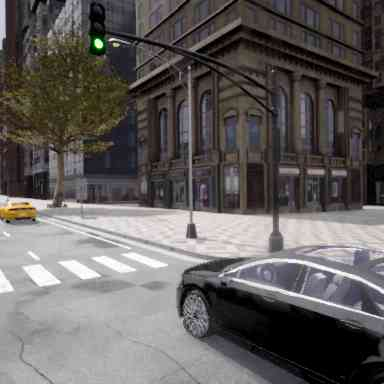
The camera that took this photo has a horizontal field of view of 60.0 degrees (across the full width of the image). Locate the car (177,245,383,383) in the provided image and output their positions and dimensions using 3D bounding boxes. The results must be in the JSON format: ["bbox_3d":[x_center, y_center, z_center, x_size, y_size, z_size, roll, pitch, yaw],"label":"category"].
[{"bbox_3d":[1.641,1.462,4.346,2.128,1.511,4.902,-1,1,-36],"label":"car"}]

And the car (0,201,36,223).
[{"bbox_3d":[-12.998,1.380,24.783,1.882,1.535,5.008,-1,1,-36],"label":"car"}]
